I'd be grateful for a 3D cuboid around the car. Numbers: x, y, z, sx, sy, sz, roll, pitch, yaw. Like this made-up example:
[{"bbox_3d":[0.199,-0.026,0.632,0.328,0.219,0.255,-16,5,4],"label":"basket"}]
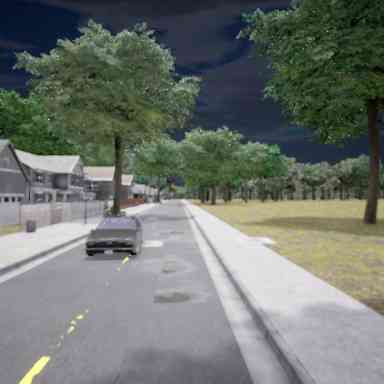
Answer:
[{"bbox_3d":[-3.055,1.724,14.142,2.033,1.411,5.357,0,-1,-4],"label":"car"}]
